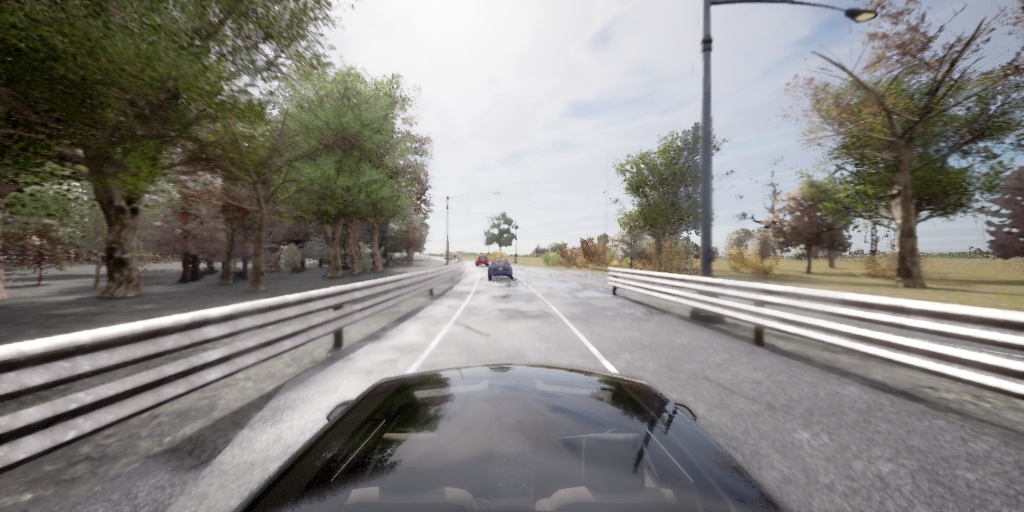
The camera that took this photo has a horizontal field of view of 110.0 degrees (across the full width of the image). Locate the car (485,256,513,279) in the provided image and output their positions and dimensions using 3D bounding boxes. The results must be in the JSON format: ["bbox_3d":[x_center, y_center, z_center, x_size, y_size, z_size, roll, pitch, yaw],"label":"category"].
[{"bbox_3d":[-1.147,1.104,32.386,2.097,1.767,4.553,0,0,-5],"label":"car"}]
